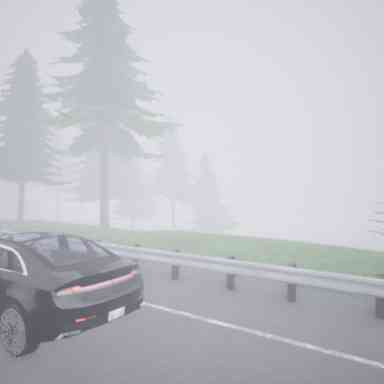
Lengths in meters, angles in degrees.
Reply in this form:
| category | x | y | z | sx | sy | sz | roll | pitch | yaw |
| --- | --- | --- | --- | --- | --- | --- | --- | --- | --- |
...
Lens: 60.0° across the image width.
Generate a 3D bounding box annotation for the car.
| category | x | y | z | sx | sy | sz | roll | pitch | yaw |
| --- | --- | --- | --- | --- | --- | --- | --- | --- | --- |
| car | -3.055 | 1.475 | 5.995 | 4.902 | 1.511 | 2.128 | 0 | 0 | 34 |
